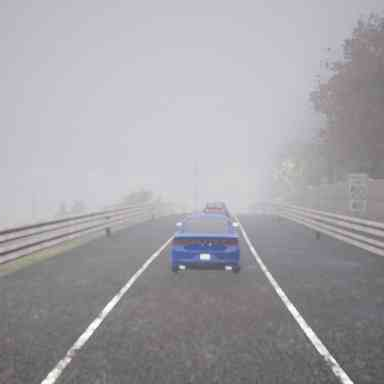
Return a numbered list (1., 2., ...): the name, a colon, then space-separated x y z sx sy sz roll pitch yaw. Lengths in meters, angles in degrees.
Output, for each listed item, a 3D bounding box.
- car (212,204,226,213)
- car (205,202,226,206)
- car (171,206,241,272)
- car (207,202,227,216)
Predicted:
1. car: 3.888 2.343 47.171 1.895 1.301 4.718 0 -3 6
2. car: 1.739 1.470 24.329 2.128 1.511 4.902 0 -1 5
3. car: 0.482 1.438 10.684 1.882 1.535 5.008 0 0 4
4. car: 2.788 1.815 36.613 2.033 1.411 5.357 0 -2 6
